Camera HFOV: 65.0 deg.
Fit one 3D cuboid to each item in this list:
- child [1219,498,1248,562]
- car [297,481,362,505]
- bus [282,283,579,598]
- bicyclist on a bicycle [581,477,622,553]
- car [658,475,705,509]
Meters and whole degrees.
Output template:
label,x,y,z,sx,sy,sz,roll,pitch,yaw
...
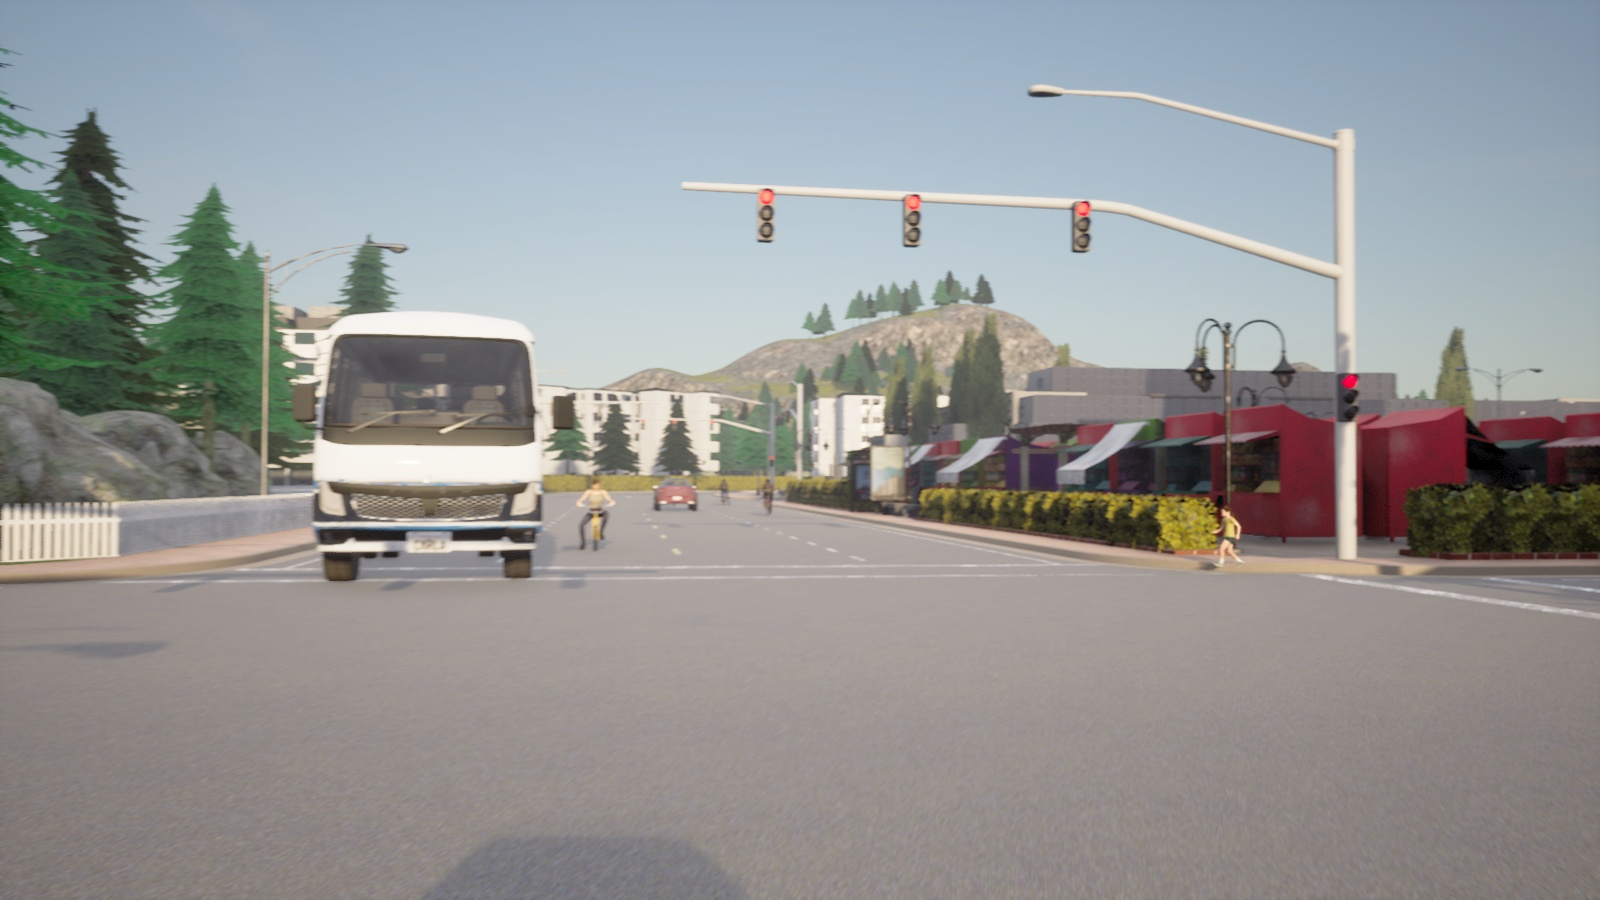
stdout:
label,x,y,z,sx,sy,sz,roll,pitch,yaw
child,7.532,1.388,21.830,0.394,1.110,0.255,0,-1,-2
car,-31.323,2.852,83.664,3.705,1.549,1.789,0,-1,-7
bus,-6.367,-0.008,22.408,3.944,4.253,10.273,0,-1,-15
bicyclist on a bicycle,-4.388,1.421,27.796,0.866,1.612,1.509,0,-2,-9
car,-6.125,2.107,64.267,2.152,1.651,5.027,0,-1,-8
